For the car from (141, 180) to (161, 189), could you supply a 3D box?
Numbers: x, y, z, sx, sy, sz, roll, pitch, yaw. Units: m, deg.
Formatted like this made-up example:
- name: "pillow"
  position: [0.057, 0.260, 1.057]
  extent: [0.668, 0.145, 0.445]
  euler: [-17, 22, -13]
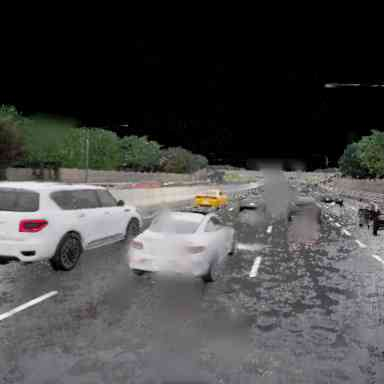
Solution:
- name: "car"
  position: [-5.529, -0.402, 40.649]
  extent: [2.150, 2.045, 5.566]
  euler: [2, 3, 16]

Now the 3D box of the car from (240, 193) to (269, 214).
- name: "car"
  position: [4.855, 0.801, 25.622]
  extent: [1.994, 1.385, 4.181]
  euler: [2, 2, 16]

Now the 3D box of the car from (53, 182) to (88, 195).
- name: "car"
  position: [-15.694, -0.504, 43.290]
  extent: [1.812, 1.442, 4.674]
  euler: [2, 2, 16]

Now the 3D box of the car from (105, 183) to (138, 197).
- name: "car"
  position: [-8.770, -0.293, 42.048]
  extent: [1.882, 1.535, 5.008]
  euler: [2, 2, 16]

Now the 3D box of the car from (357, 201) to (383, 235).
- name: "car"
  position: [9.418, 1.203, 16.204]
  extent: [2.128, 1.511, 4.902]
  euler: [2, 2, 16]

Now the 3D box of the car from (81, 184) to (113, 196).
- name: "car"
  position: [-12.185, -0.340, 42.830]
  extent: [1.994, 1.385, 4.181]
  euler: [2, 2, 16]

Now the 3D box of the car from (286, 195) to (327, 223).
- name: "car"
  position: [6.997, 0.980, 20.798]
  extent: [1.837, 1.490, 4.892]
  euler: [2, 2, 16]

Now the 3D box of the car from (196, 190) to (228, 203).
- name: "car"
  position: [1.698, 0.558, 27.284]
  extent: [1.882, 1.535, 5.008]
  euler: [2, 2, 16]

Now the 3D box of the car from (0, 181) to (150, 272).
- name: "car"
  position: [-3.405, 0.766, 9.509]
  extent: [2.150, 2.045, 5.566]
  euler: [2, 2, 16]

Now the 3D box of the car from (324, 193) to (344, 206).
- name: "car"
  position: [15.337, 0.773, 36.618]
  extent: [1.895, 1.301, 4.718]
  euler: [2, 2, 16]

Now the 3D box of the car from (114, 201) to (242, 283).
- name: "car"
  position: [-0.005, 1.204, 8.720]
  extent: [1.812, 1.442, 4.674]
  euler: [2, 2, 16]
